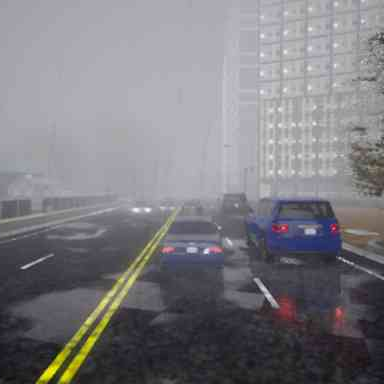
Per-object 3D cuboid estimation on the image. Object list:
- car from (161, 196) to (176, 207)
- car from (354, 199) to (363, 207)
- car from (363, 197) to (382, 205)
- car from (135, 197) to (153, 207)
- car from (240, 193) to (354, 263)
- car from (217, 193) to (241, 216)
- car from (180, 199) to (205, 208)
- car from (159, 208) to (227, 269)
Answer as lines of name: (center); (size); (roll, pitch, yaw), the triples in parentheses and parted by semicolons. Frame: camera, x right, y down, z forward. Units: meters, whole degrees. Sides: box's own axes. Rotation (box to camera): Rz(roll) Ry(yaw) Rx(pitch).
car: (-3.272, 1.325, 46.936); (2.033, 1.411, 5.357); (0, 0, 0)
car: (23.010, 1.406, 51.304); (5.009, 1.841, 2.192); (1, 2, 20)
car: (31.044, 1.457, 56.759); (4.403, 1.369, 2.008); (1, 2, 20)
car: (-6.537, 1.384, 45.394); (1.895, 1.301, 4.718); (0, 0, 1)
car: (3.284, 1.160, 11.849); (2.150, 2.045, 5.566); (0, 1, 0)
car: (3.283, 1.086, 26.894); (2.150, 2.045, 5.566); (0, 1, 0)
car: (0.043, 1.350, 27.993); (2.128, 1.511, 4.902); (0, 0, 0)
car: (0.025, 1.489, 10.863); (2.033, 1.411, 5.357); (0, 0, 1)
